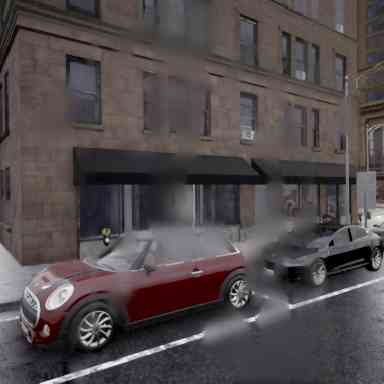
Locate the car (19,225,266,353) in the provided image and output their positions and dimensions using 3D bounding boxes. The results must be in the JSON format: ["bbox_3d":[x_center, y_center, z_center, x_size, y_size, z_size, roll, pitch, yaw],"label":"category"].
[{"bbox_3d":[-0.857,1.440,6.050,4.097,1.590,1.967,0,-1,-36],"label":"car"}]

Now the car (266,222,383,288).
[{"bbox_3d":[3.624,1.565,9.248,4.313,1.339,1.947,0,-1,-36],"label":"car"}]
